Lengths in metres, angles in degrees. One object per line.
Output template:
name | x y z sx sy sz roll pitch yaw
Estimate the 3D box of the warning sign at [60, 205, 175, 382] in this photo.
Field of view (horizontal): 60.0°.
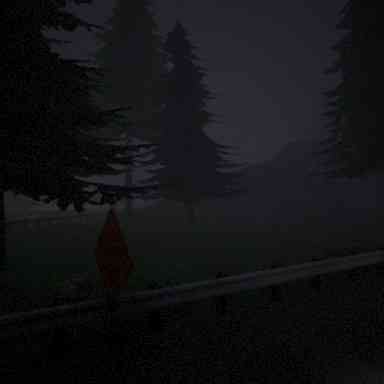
warning sign | -1.037 1.133 4.441 1.060 1.860 1.300 1 0 -35
